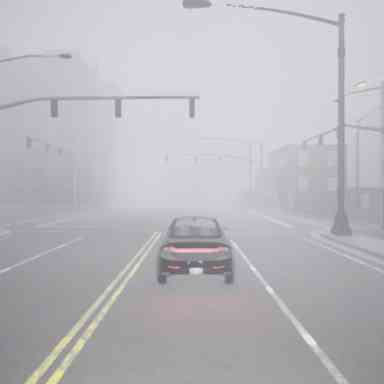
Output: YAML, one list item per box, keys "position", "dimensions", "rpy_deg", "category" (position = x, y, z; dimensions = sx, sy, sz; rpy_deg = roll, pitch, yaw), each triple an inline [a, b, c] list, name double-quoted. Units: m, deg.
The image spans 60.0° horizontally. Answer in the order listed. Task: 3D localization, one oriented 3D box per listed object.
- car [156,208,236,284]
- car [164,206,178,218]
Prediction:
- position: [0.076, 1.443, 9.434]
  dimensions: [2.128, 1.511, 4.902]
  rpy_deg: [0, 0, 0]
  category: "car"
- position: [-3.558, 3.411, 57.035]
  dimensions: [1.994, 1.385, 4.181]
  rpy_deg: [0, -12, 0]
  category: "car"
